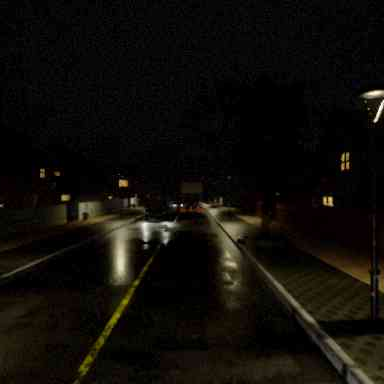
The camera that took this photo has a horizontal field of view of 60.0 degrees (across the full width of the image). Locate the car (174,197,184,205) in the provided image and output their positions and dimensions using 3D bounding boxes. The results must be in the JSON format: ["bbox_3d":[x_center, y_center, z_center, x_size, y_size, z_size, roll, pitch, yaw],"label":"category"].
[{"bbox_3d":[-2.756,1.888,69.548,1.837,1.490,4.892,0,-1,0],"label":"car"}]

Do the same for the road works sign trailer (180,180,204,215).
[{"bbox_3d":[-0.003,0.575,34.188,2.380,3.560,2.880,0,0,0],"label":"road works sign trailer"}]

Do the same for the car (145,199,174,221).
[{"bbox_3d":[-2.851,1.562,28.368,1.882,1.535,5.008,0,0,0],"label":"car"}]
